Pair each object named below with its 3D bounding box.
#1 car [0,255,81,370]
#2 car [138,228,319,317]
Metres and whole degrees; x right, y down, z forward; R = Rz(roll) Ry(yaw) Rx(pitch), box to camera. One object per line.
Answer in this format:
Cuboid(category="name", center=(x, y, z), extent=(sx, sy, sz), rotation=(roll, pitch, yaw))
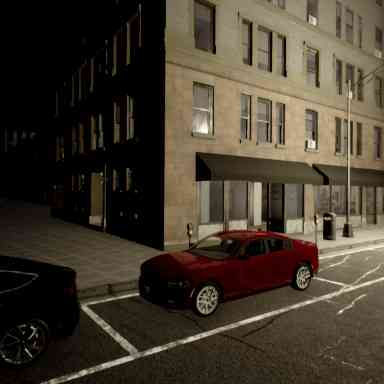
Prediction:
Cuboid(category="car", center=(-3.635, 1.566, 4.166), extent=(4.313, 1.339, 1.947), rotation=(0, 1, -35))
Cuboid(category="car", center=(0.987, 1.545, 7.455), extent=(4.507, 1.381, 1.887), rotation=(0, 1, -35))
